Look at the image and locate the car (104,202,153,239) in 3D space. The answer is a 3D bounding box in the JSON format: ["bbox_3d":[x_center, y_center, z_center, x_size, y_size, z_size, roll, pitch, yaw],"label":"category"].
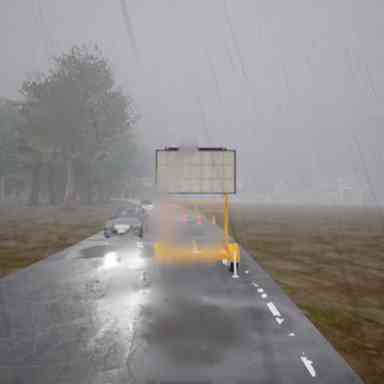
[{"bbox_3d":[-3.252,1.485,17.363,2.128,1.511,4.902,0,0,-2],"label":"car"}]

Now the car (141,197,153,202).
[{"bbox_3d":[-8.073,1.596,59.353,1.895,1.301,4.718,0,0,-11],"label":"car"}]

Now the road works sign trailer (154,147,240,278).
[{"bbox_3d":[0.109,0.461,10.096,2.380,3.560,2.880,0,0,-1],"label":"road works sign trailer"}]
